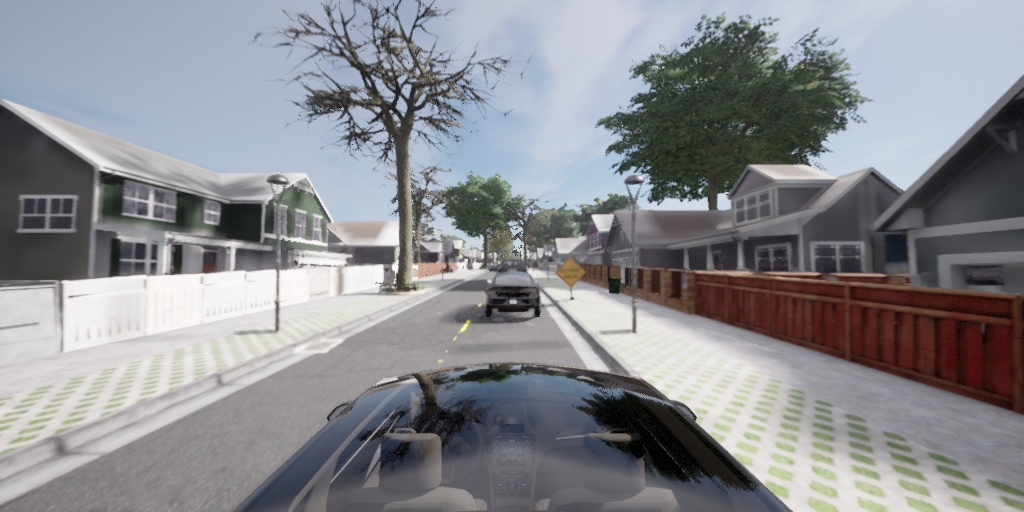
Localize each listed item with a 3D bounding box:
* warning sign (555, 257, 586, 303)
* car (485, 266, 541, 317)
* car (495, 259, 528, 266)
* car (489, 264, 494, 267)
[{"bbox_3d":[2.520,0.972,15.078,1.300,1.860,1.060,0,0,0],"label":"warning sign"},{"bbox_3d":[0.041,1.324,13.786,1.882,1.535,5.008,0,-1,0],"label":"car"},{"bbox_3d":[0.038,1.215,28.233,2.150,2.045,5.566,0,0,0],"label":"car"},{"bbox_3d":[-2.796,2.000,59.761,1.994,1.385,4.181,0,-1,0],"label":"car"}]
